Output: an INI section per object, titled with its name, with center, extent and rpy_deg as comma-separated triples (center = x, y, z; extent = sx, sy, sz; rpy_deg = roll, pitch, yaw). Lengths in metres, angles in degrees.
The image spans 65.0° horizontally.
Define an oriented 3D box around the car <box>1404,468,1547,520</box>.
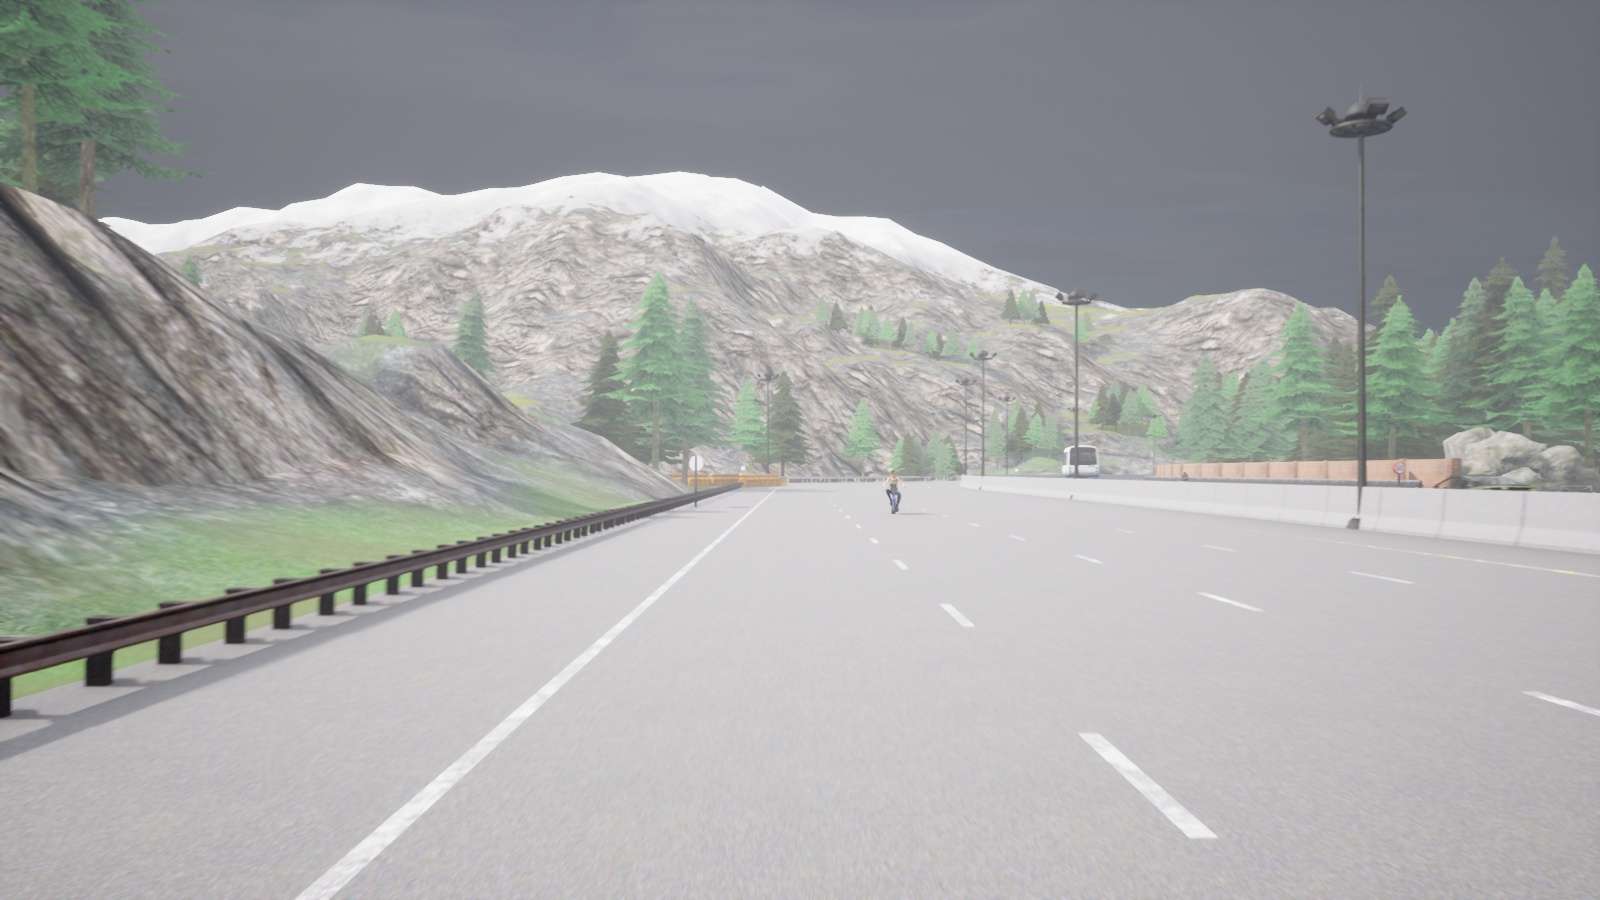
[car]
center = 20.905, 1.331, 39.126
extent = 2.007, 1.525, 4.514
rpy_deg = 0, -1, 0
